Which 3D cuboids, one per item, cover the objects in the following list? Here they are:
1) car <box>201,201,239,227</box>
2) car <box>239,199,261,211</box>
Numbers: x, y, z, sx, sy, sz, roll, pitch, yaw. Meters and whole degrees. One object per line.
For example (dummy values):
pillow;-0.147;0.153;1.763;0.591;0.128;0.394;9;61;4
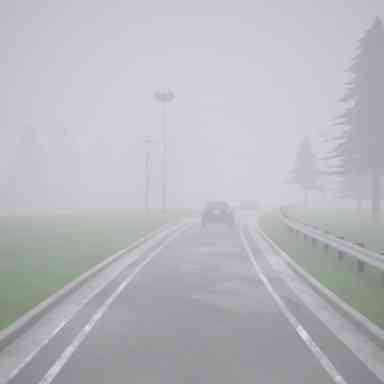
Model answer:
car;1.954;1.382;23.474;2.097;1.767;4.553;0;0;10
car;7.181;1.606;41.067;2.033;1.411;5.357;0;0;23
